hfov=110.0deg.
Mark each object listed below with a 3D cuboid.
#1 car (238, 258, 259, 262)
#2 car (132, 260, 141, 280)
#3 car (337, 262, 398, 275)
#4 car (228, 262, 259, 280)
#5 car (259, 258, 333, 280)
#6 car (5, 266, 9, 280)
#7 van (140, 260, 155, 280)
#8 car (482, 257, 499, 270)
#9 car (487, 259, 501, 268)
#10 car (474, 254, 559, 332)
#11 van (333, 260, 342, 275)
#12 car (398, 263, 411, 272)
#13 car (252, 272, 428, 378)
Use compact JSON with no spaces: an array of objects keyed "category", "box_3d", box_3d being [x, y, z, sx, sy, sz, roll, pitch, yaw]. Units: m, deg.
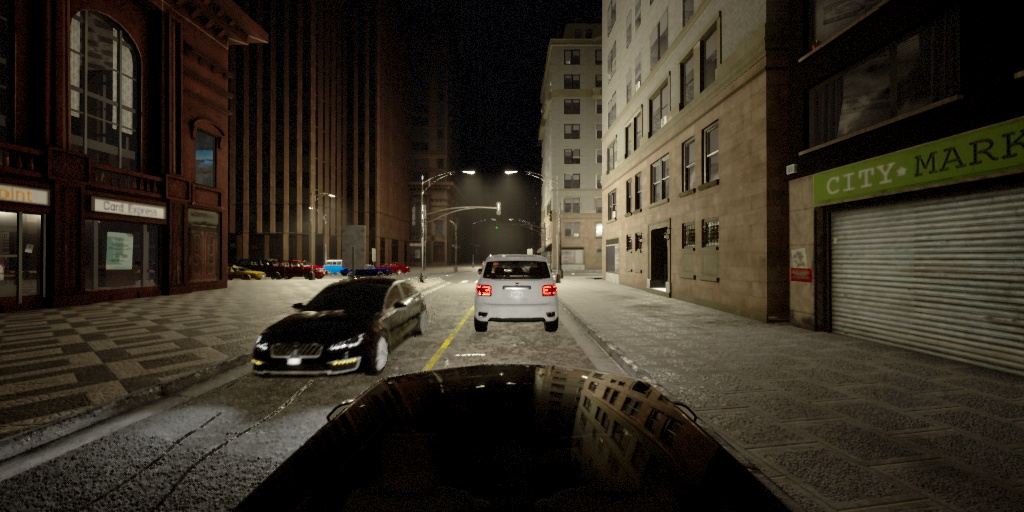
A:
[{"category":"car","box_3d":[-24.107,1.247,35.276,5.566,2.045,2.150,-1,0,-1]},{"category":"car","box_3d":[-34.463,1.372,35.333,5.566,2.045,2.150,-1,0,0]},{"category":"car","box_3d":[-14.143,1.506,35.246,4.718,1.301,1.895,-1,0,0]},{"category":"car","box_3d":[-25.074,1.552,32.715,4.829,1.417,1.751,0,0,0]},{"category":"car","box_3d":[-19.619,1.273,32.695,5.009,1.841,2.192,0,0,0]},{"category":"car","box_3d":[-47.740,1.848,32.798,4.403,1.370,2.007,0,0,0]},{"category":"van","box_3d":[-30.868,1.435,32.736,3.998,1.789,1.690,0,0,0]},{"category":"car","box_3d":[-3.108,1.097,51.725,2.097,1.767,4.553,0,0,1]},{"category":"car","box_3d":[-3.062,1.222,60.804,2.128,1.511,4.902,0,0,0]},{"category":"car","box_3d":[0.101,0.974,11.007,2.150,2.045,5.566,0,0,0]},{"category":"van","box_3d":[-19.597,1.340,41.221,3.998,1.789,1.690,0,0,0]},{"category":"car","box_3d":[-13.973,1.477,41.200,4.507,1.381,1.888,0,0,0]},{"category":"car","box_3d":[-3.101,1.256,7.530,1.837,1.490,4.892,0,0,0]}]
